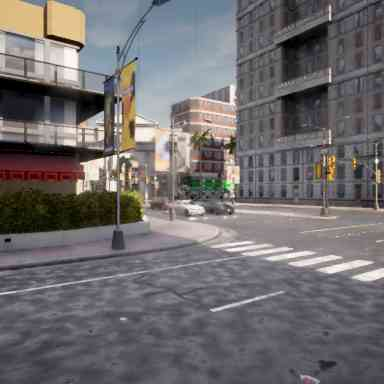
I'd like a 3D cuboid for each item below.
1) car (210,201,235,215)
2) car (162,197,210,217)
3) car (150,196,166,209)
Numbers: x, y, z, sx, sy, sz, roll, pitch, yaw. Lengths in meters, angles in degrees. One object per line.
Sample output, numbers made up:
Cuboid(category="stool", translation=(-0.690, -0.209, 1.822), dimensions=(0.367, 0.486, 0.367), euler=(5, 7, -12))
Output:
Cuboid(category="car", translation=(2.423, 1.564, 33.825), dimensions=(1.994, 1.385, 4.181), euler=(0, 0, -35))
Cuboid(category="car", translation=(-0.648, 1.526, 32.105), dimensions=(1.812, 1.442, 4.674), euler=(0, 0, -35))
Cuboid(category="car", translation=(-3.444, 1.352, 42.198), dimensions=(2.097, 1.767, 4.553), euler=(0, 0, -35))
